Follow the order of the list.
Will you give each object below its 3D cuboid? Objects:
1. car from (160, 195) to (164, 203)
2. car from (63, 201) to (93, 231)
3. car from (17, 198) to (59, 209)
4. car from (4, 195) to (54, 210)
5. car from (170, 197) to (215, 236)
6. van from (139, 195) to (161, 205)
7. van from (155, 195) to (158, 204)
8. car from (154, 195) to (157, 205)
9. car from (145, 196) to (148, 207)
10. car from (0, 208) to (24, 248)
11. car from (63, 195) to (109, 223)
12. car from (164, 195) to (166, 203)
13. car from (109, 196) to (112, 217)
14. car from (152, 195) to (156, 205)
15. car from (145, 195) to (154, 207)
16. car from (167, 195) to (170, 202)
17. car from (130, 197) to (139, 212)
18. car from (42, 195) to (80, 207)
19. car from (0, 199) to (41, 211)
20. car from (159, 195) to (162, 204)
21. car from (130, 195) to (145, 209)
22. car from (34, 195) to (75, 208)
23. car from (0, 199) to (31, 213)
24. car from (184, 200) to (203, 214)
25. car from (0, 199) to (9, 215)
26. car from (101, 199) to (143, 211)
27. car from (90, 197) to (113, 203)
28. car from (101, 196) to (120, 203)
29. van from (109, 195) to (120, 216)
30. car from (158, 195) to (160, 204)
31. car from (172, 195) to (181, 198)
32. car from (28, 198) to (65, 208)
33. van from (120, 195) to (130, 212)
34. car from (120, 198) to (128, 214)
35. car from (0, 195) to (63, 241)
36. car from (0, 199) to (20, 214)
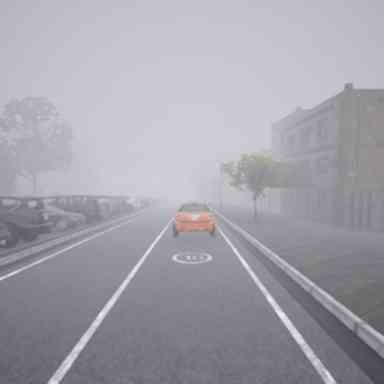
[{"bbox_3d":[-8.857,1.838,67.381,5.008,1.535,2.097,0,-1,0],"label":"car"},{"bbox_3d":[-8.840,1.463,19.729,4.892,1.521,2.231,0,0,0],"label":"car"},{"bbox_3d":[-21.920,1.648,47.562,5.008,1.535,2.097,0,0,0],"label":"car"},{"bbox_3d":[-21.895,1.374,44.777,5.566,2.045,2.435,0,0,0],"label":"car"},{"bbox_3d":[0.109,1.335,18.255,2.097,1.767,4.553,0,0,0],"label":"car"},{"bbox_3d":[-8.748,1.640,70.186,4.442,1.987,1.878,0,-1,0],"label":"van"},{"bbox_3d":[-8.739,1.529,58.974,4.442,1.987,1.878,0,-1,0],"label":"van"},{"bbox_3d":[-8.882,1.757,56.168,4.792,1.488,2.163,0,-1,0],"label":"car"},{"bbox_3d":[-8.814,1.656,44.957,4.792,1.488,2.163,0,0,0],"label":"car"},{"bbox_3d":[-8.836,1.442,11.324,4.892,1.521,2.231,0,0,0],"label":"car"},{"bbox_3d":[-8.861,1.226,22.535,5.566,2.045,2.435,0,0,0],"label":"car"},{"bbox_3d":[-8.838,1.796,75.791,4.553,1.767,2.185,0,-1,0],"label":"car"},{"bbox_3d":[-8.800,1.367,25.335,4.553,1.767,2.185,0,0,0],"label":"car"},{"bbox_3d":[-9.036,1.696,53.365,5.366,1.575,1.946,0,-1,0],"label":"car"},{"bbox_3d":[-8.843,1.673,50.565,5.008,1.535,2.097,0,-1,0],"label":"car"},{"bbox_3d":[-8.846,1.726,81.399,5.566,2.045,2.435,0,-1,0],"label":"car"},{"bbox_3d":[-8.831,1.567,36.549,5.008,1.535,2.097,0,0,0],"label":"car"},{"bbox_3d":[-21.904,1.473,55.794,5.566,2.045,2.435,0,-1,0],"label":"car"},{"bbox_3d":[-21.949,1.634,41.992,4.792,1.488,2.163,0,0,0],"label":"car"},{"bbox_3d":[-8.831,1.840,64.577,4.792,1.488,2.163,0,-1,0],"label":"car"},{"bbox_3d":[-8.867,1.335,39.354,5.566,2.045,2.435,0,0,0],"label":"car"},{"bbox_3d":[-21.901,1.446,53.133,5.566,2.045,2.435,0,-1,0],"label":"car"},{"bbox_3d":[-21.889,1.616,39.207,4.792,1.488,2.163,0,0,0],"label":"car"},{"bbox_3d":[0.120,1.661,38.538,2.033,1.411,5.357,0,0,0],"label":"car"},{"bbox_3d":[-21.729,1.545,33.636,5.366,1.575,1.946,0,0,0],"label":"car"},{"bbox_3d":[-8.837,1.606,42.160,4.892,1.521,2.231,0,0,0],"label":"car"},{"bbox_3d":[-21.959,1.976,81.014,4.892,1.521,2.231,0,-1,0],"label":"car"},{"bbox_3d":[-21.991,1.931,89.342,4.553,1.767,2.185,0,-1,0],"label":"car"},{"bbox_3d":[-8.716,1.285,28.140,4.442,1.987,1.878,0,0,0],"label":"van"},{"bbox_3d":[-8.829,1.812,61.774,4.792,1.488,2.163,0,-1,0],"label":"car"},{"bbox_3d":[-3.208,1.620,79.303,1.812,1.442,4.674,0,-1,0],"label":"car"},{"bbox_3d":[-21.925,1.711,50.222,4.674,1.452,2.002,0,0,0],"label":"car"},{"bbox_3d":[-8.951,1.323,33.747,4.442,1.987,1.878,0,0,0],"label":"van"},{"bbox_3d":[-8.827,1.531,30.943,4.892,1.521,2.231,0,0,0],"label":"car"},{"bbox_3d":[-8.867,1.194,14.125,5.566,2.045,2.435,0,0,0],"label":"car"},{"bbox_3d":[-21.911,1.567,36.422,5.008,1.535,2.097,0,0,0],"label":"car"}]
